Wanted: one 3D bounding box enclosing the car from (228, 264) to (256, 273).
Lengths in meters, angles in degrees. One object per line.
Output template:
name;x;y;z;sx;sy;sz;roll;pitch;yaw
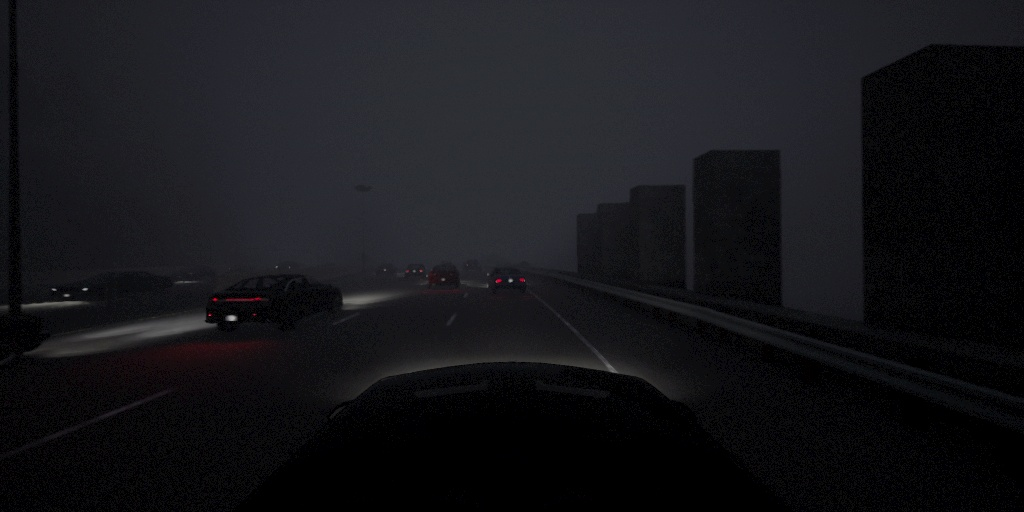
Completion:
car;-39.076;1.819;51.921;1.895;1.301;4.718;-1;0;-17

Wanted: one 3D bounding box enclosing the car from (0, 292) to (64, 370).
car;-10.252;1.463;5.047;1.895;1.301;4.718;-1;0;-1

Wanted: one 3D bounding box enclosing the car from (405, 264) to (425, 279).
car;-9.363;1.434;34.975;2.033;1.411;5.357;-1;0;-12

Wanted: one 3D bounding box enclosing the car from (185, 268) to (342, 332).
car;-7.091;1.328;11.316;2.128;1.511;4.902;0;0;-3

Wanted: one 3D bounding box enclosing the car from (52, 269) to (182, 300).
car;-22.002;1.551;20.156;2.033;1.411;5.357;-1;0;-6

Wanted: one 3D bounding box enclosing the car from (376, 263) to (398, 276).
car;-14.438;1.511;41.424;1.994;1.385;4.181;0;0;-13

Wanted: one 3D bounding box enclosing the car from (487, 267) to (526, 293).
car;-0.392;1.323;20.948;2.033;1.411;5.357;-1;0;-7

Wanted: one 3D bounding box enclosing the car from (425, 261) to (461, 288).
car;-4.544;1.301;24.449;1.882;1.535;5.008;0;0;-7

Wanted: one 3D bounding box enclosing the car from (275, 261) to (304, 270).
car;-31.293;1.487;50.065;2.097;1.767;4.553;-1;0;-15

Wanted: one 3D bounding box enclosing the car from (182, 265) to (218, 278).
car;-31.387;1.645;35.645;1.812;1.442;4.674;-1;0;-11

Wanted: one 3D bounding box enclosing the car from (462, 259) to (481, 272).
car;-5.702;1.216;49.864;2.097;1.767;4.553;-1;0;-14
